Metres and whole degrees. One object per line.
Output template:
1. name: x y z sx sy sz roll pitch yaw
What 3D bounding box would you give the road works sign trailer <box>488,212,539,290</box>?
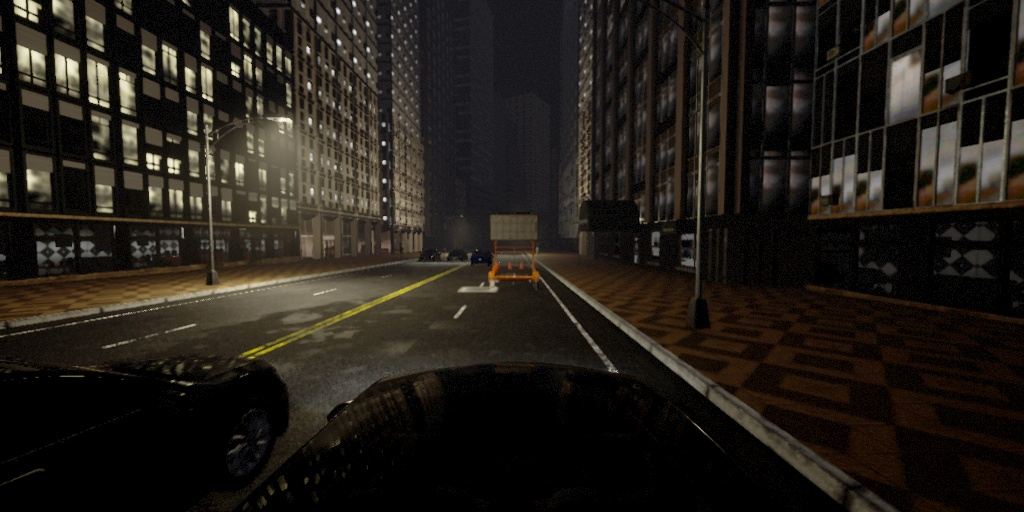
1. road works sign trailer: 0.109 -0.306 17.340 2.380 3.560 2.880 0 0 1

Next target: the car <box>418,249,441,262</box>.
1. car: -9.566 -0.088 42.047 1.837 1.490 4.892 0 1 1

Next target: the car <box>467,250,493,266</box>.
1. car: -2.924 0.102 35.470 1.882 1.535 5.008 0 2 0

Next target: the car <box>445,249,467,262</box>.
1. car: -6.321 -0.053 41.571 1.812 1.442 4.674 0 2 1

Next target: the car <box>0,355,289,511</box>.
1. car: -3.154 1.256 1.601 1.837 1.490 4.892 0 2 0
